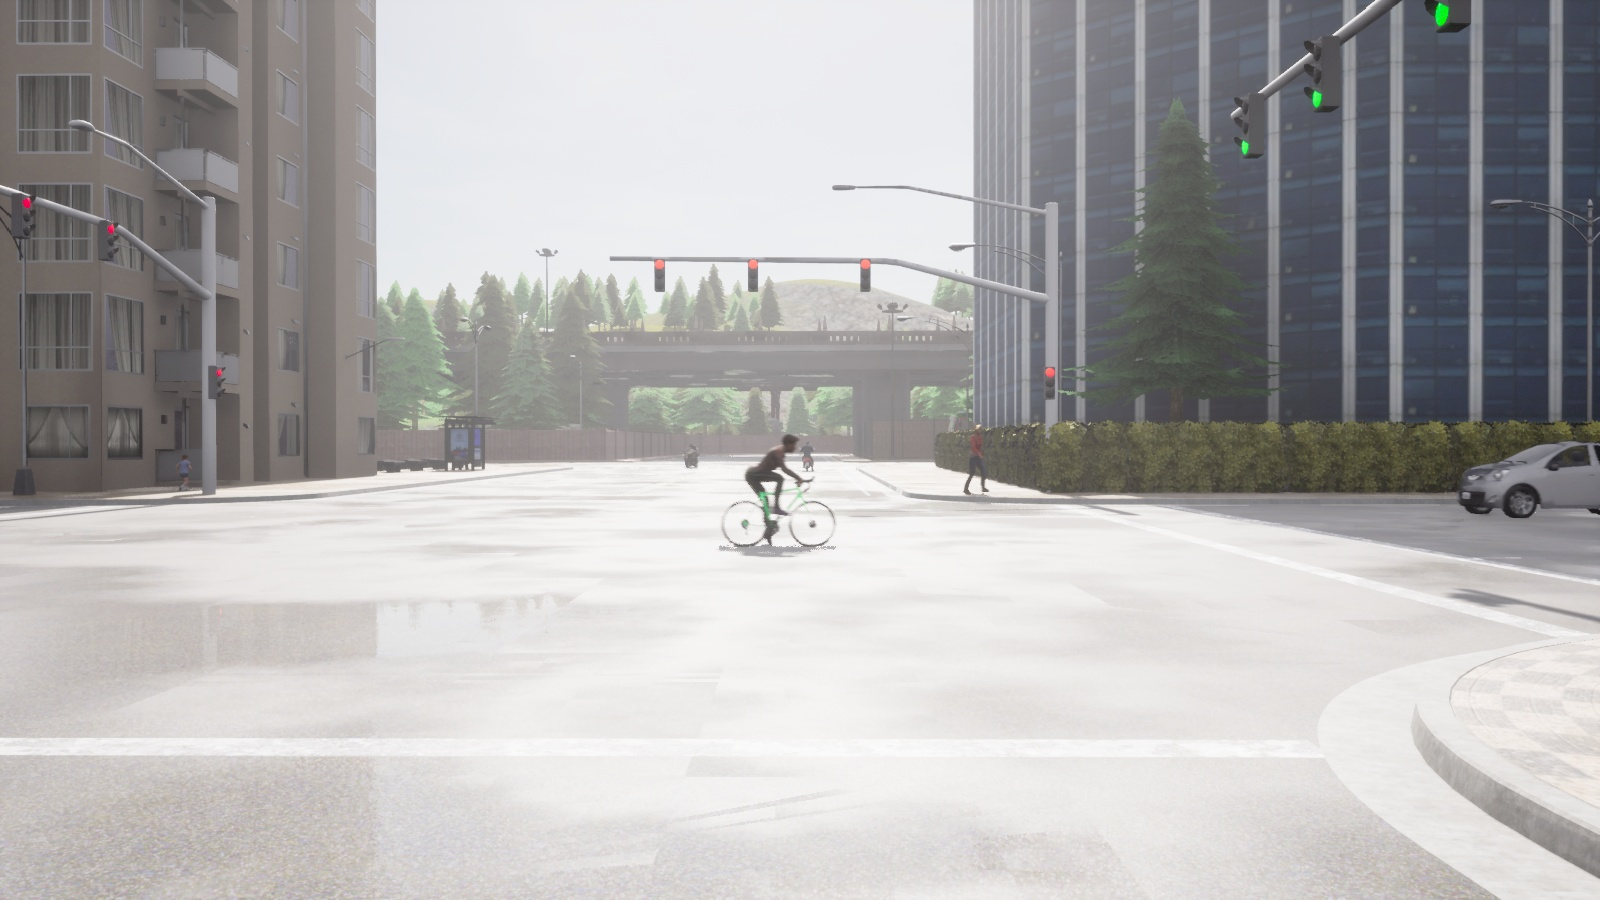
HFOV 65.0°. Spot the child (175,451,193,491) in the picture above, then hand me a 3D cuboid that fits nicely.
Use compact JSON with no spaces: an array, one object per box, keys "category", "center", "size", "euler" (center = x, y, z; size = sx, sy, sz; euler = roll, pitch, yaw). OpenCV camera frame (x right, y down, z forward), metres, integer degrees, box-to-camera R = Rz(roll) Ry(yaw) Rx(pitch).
[{"category":"child","center":[-17.151,0.574,34.962],"size":[0.255,1.110,0.394],"euler":[0,0,16]}]

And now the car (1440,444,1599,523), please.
[{"category":"car","center":[15.021,0.630,25.000],"size":[3.633,1.501,1.845],"euler":[0,0,0]}]

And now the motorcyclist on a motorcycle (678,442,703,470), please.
[{"category":"motorcyclist on a motorcycle","center":[-6.363,0.338,73.336],"size":[0.866,1.530,2.191],"euler":[1,2,11]}]

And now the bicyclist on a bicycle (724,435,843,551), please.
[{"category":"bicyclist on a bicycle","center":[-0.231,0.598,17.930],"size":[1.656,1.620,0.582],"euler":[0,0,0]}]

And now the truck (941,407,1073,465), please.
[{"category":"truck","center":[14.019,-0.945,85.445],"size":[8.468,3.827,2.891],"euler":[0,0,0]}]

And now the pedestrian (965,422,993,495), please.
[{"category":"pedestrian","center":[4.593,0.220,32.177],"size":[0.331,1.846,0.636],"euler":[0,0,-45]}]
